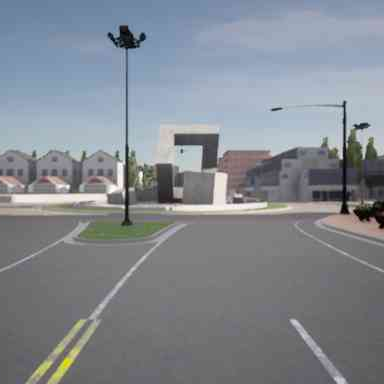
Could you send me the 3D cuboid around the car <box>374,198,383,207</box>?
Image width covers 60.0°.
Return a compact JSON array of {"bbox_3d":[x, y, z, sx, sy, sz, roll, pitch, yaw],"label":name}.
[{"bbox_3d":[26.076,1.457,43.747,4.718,1.301,1.895,0,0,-32],"label":"car"}]
